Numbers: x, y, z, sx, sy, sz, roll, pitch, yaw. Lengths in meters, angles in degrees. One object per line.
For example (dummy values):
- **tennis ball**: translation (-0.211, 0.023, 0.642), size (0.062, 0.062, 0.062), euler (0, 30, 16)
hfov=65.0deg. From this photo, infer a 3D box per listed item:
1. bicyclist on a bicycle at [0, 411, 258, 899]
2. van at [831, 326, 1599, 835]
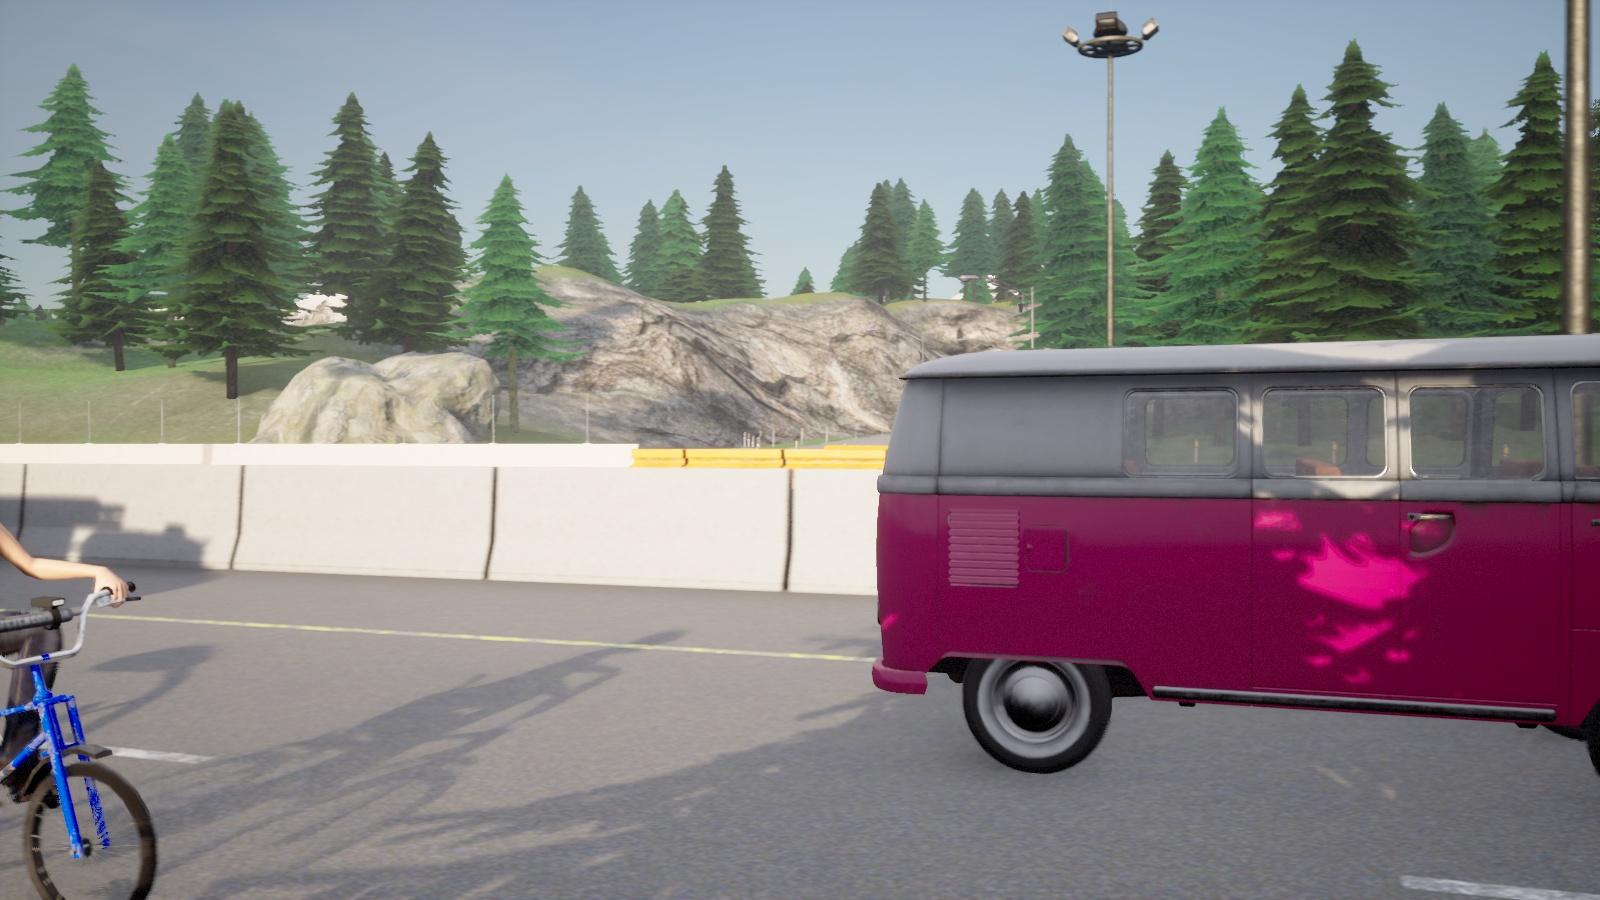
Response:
- **bicyclist on a bicycle**: translation (-2.702, 0.687, 4.107), size (1.509, 1.612, 0.866), euler (1, 1, 19)
- **van**: translation (2.538, 0.492, 6.028), size (4.442, 1.987, 1.775), euler (1, 1, 19)
